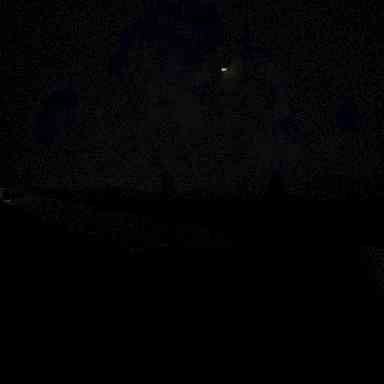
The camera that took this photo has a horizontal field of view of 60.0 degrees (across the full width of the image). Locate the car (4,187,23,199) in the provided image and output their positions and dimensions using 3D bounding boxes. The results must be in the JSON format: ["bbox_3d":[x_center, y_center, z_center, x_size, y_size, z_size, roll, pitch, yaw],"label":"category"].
[{"bbox_3d":[-24.559,0.086,45.707,1.882,1.535,5.008,-2,3,-36],"label":"car"}]
